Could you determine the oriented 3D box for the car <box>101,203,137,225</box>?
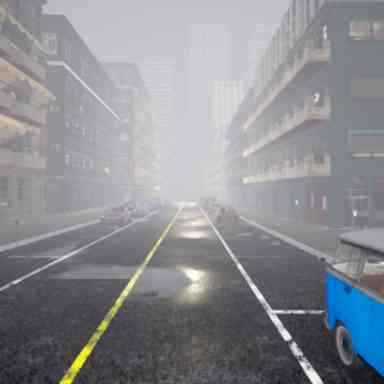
[{"bbox_3d":[-5.730,1.748,25.583,1.802,1.307,4.206,-1,0,0],"label":"car"}]

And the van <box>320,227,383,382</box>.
[{"bbox_3d":[2.673,1.356,3.169,1.690,1.788,3.998,-1,0,0],"label":"van"}]

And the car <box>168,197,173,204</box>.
[{"bbox_3d":[-5.897,2.056,76.000,1.802,1.307,4.206,-1,0,0],"label":"car"}]

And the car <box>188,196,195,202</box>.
[{"bbox_3d":[-0.240,1.943,92.213,1.882,1.535,5.008,0,0,0],"label":"car"}]

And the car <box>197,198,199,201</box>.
[{"bbox_3d":[2.524,1.671,59.189,2.192,1.841,5.009,-1,0,0],"label":"car"}]

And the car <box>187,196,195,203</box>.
[{"bbox_3d":[-0.213,2.086,82.233,1.895,1.301,4.718,0,0,0],"label":"car"}]

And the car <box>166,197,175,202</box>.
[{"bbox_3d":[-5.941,2.129,92.806,2.008,1.369,4.403,-1,0,0],"label":"car"}]

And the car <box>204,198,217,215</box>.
[{"bbox_3d":[2.586,1.745,36.950,1.752,1.417,4.829,-1,0,0],"label":"car"}]

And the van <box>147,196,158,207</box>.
[{"bbox_3d":[-5.778,1.609,42.390,1.690,1.788,3.998,-1,0,0],"label":"van"}]

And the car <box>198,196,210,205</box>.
[{"bbox_3d":[2.495,1.740,70.393,2.192,1.841,5.009,-1,0,0],"label":"car"}]

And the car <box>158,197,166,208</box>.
[{"bbox_3d":[-5.831,1.651,53.594,2.192,1.841,5.009,-1,0,0],"label":"car"}]

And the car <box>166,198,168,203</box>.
[{"bbox_3d":[-5.860,1.922,59.194,2.008,1.369,4.403,-1,0,0],"label":"car"}]

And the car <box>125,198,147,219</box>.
[{"bbox_3d":[-5.747,1.640,31.185,1.967,1.590,4.097,-1,0,0],"label":"car"}]

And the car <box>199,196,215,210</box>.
[{"bbox_3d":[2.553,1.602,47.985,2.192,1.841,5.009,-1,0,0],"label":"car"}]

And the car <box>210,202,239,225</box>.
[{"bbox_3d":[2.617,1.733,25.576,1.802,1.307,4.206,-1,0,0],"label":"car"}]

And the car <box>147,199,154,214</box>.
[{"bbox_3d":[-5.761,1.785,36.786,2.008,1.369,4.403,-1,0,0],"label":"car"}]
